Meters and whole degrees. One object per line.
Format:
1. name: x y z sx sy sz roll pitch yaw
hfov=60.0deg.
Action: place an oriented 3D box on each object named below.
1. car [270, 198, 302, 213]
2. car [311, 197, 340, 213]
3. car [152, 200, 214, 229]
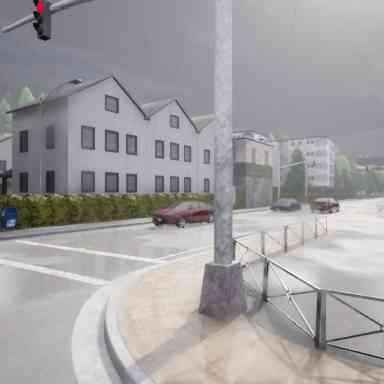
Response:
1. car: 10.029 1.360 35.033 2.033 1.411 5.357 0 0 36
2. car: 13.515 1.289 33.611 1.882 1.535 5.008 0 0 35
3. car: -0.342 1.289 20.425 1.882 1.535 5.008 0 0 36
